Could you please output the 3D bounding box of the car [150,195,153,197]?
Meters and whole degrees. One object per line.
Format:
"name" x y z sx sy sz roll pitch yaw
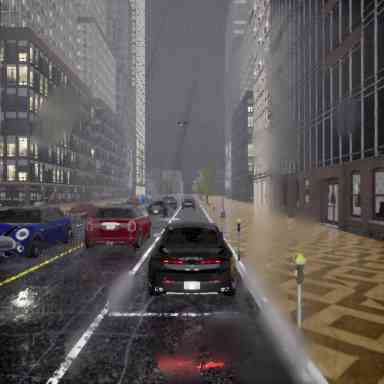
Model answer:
"car" -8.833 1.550 61.338 1.802 1.307 4.206 0 0 0

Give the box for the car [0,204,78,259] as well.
"car" -6.247 1.350 12.594 2.097 1.767 4.553 0 0 0

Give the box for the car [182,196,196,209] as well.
"car" -0.452 1.548 44.248 1.947 1.339 4.313 0 0 0

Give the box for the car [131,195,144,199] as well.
"car" -8.833 1.523 49.953 1.887 1.381 4.507 0 0 0

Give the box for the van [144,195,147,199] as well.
"van" -8.832 1.315 55.645 1.690 1.788 3.998 0 0 0

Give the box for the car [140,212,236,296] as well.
"car" 0.000 1.503 8.649 1.837 1.490 4.892 0 0 0

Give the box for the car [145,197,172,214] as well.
"car" -3.145 1.516 31.266 1.812 1.442 4.674 0 0 0

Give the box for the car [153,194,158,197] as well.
"car" -8.832 1.391 78.413 1.967 1.590 4.097 0 0 0

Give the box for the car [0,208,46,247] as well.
"car" -8.833 1.563 15.800 1.947 1.339 4.313 0 0 0

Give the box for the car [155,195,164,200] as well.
"car" -8.832 1.504 89.799 1.947 1.339 4.313 0 0 0

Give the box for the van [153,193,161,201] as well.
"van" -8.831 1.286 84.106 1.690 1.788 3.998 0 0 0

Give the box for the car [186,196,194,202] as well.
"car" -0.452 1.533 78.399 1.802 1.307 4.206 0 0 0

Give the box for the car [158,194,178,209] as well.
"car" -3.045 1.333 45.384 2.097 1.767 4.553 0 0 0

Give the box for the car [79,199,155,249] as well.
"car" -3.046 1.350 14.562 2.097 1.767 4.553 0 0 0
